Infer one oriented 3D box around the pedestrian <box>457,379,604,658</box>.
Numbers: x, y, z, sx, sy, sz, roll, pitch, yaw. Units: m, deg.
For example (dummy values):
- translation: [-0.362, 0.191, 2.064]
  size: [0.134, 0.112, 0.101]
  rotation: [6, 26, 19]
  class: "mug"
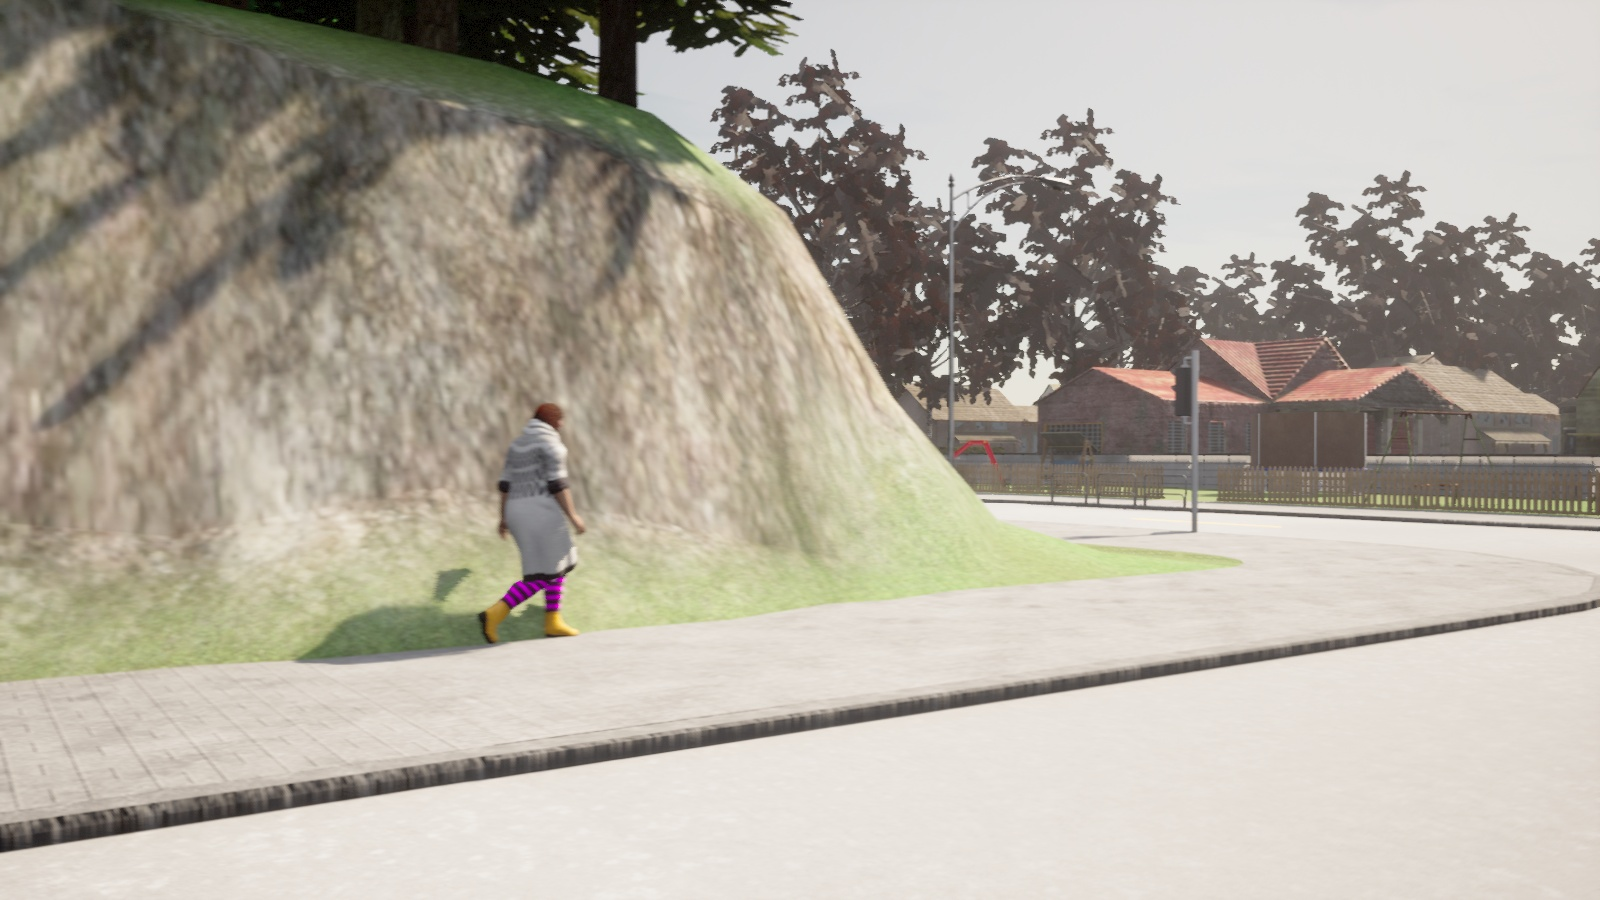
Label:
- translation: [-2.000, 0.483, 9.307]
  size: [0.873, 1.952, 0.659]
  rotation: [0, 0, -35]
  class: "pedestrian"
